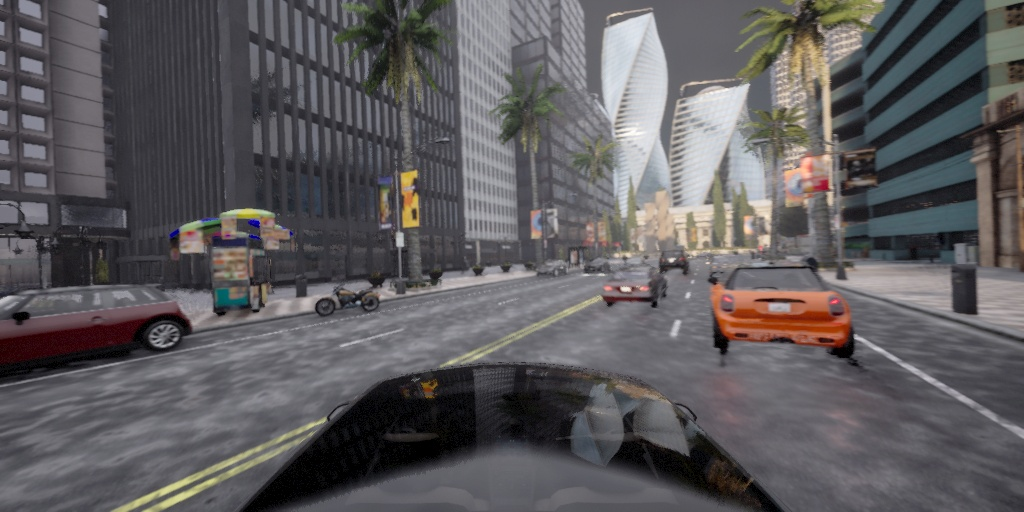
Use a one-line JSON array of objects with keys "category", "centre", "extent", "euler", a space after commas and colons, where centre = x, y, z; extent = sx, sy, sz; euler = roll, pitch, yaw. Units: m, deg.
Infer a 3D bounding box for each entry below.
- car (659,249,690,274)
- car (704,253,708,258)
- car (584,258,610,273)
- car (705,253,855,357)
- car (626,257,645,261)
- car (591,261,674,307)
[{"category": "car", "centre": [14.122, 0.441, 31.232], "extent": [2.150, 2.045, 5.566], "euler": [-2, 0, 28]}, {"category": "car", "centre": [15.018, 0.733, 25.485], "extent": [2.033, 1.411, 5.357], "euler": [-2, 0, 28]}, {"category": "car", "centre": [8.685, 0.931, 36.279], "extent": [1.837, 1.490, 4.892], "euler": [-2, 0, 28]}, {"category": "car", "centre": [5.710, 0.887, 8.181], "extent": [2.097, 1.767, 4.553], "euler": [-2, 0, 28]}, {"category": "car", "centre": [12.121, 0.820, 35.275], "extent": [1.812, 1.442, 4.674], "euler": [-2, 0, 28]}, {"category": "car", "centre": [4.986, 1.110, 14.204], "extent": [2.033, 1.411, 5.357], "euler": [-2, 0, 28]}]
